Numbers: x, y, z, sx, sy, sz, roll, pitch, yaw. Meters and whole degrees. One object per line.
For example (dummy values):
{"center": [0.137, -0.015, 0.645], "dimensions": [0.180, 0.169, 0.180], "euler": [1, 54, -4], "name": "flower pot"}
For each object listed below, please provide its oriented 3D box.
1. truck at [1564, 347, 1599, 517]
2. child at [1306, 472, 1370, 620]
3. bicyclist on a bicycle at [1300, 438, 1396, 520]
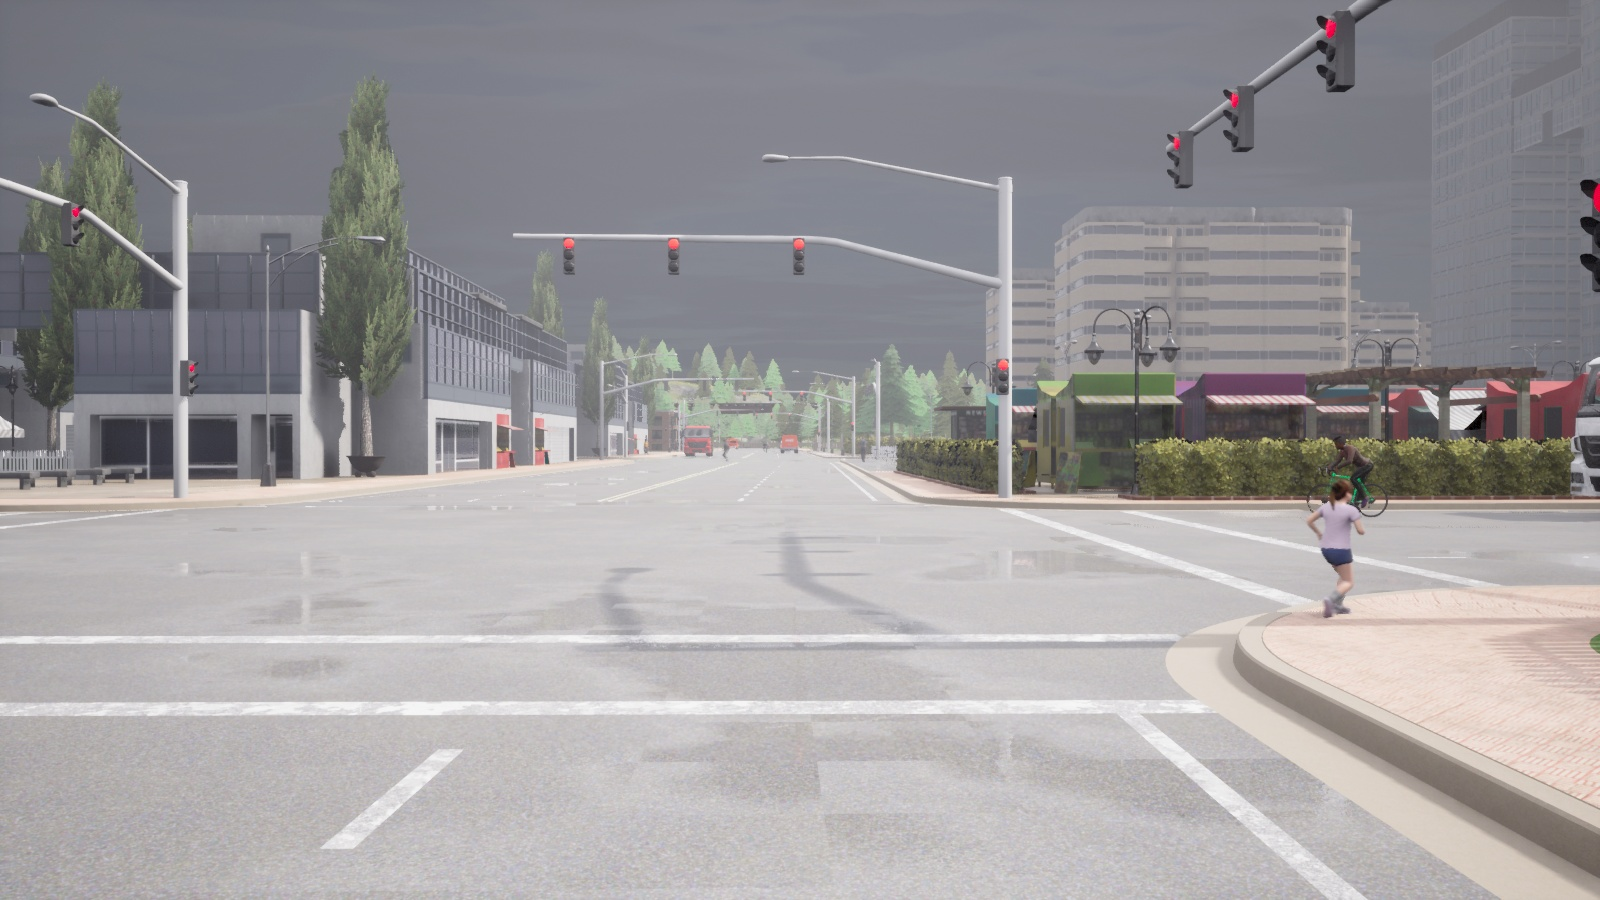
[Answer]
{"center": [20.193, -0.362, 25.251], "dimensions": [7.936, 3.462, 2.891], "euler": [0, 0, -1], "name": "truck"}
{"center": [4.166, 0.733, 9.723], "dimensions": [0.394, 1.110, 0.255], "euler": [0, 0, -25], "name": "child"}
{"center": [10.932, 0.567, 25.075], "dimensions": [1.656, 1.620, 0.582], "euler": [0, 0, -1], "name": "bicyclist on a bicycle"}
